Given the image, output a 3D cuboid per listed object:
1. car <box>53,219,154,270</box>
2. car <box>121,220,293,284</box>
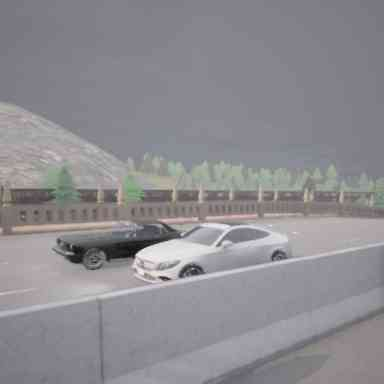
[{"bbox_3d":[-2.045,1.610,11.135,4.718,1.301,1.895,0,0,-36],"label":"car"},{"bbox_3d":[0.750,1.537,8.830,4.674,1.442,1.812,0,0,-36],"label":"car"}]
